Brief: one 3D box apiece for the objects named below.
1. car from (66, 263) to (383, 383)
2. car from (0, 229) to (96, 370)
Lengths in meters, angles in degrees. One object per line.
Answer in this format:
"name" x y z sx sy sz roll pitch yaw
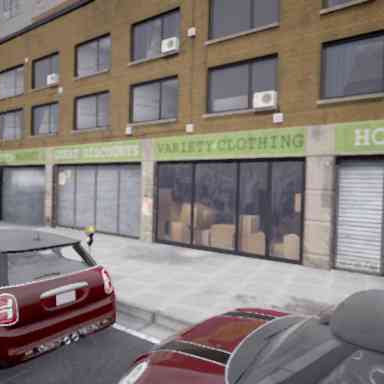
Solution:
"car" 1.300 1.438 2.140 4.097 1.590 1.967 2 1 36
"car" -3.171 1.319 5.336 4.097 1.590 1.967 1 2 36
